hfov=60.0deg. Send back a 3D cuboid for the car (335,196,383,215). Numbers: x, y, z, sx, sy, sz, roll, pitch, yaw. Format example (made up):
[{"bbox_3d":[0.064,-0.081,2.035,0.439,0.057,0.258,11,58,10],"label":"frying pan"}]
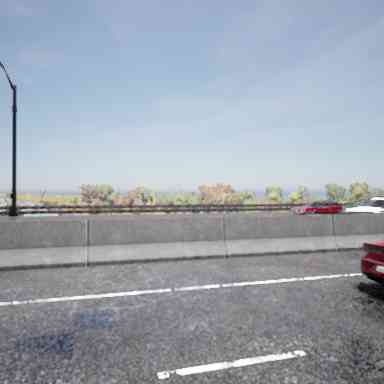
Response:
[{"bbox_3d":[12.201,1.330,20.812,5.566,2.045,2.150,0,0,-17],"label":"car"}]

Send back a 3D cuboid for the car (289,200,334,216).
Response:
[{"bbox_3d":[10.320,1.482,27.554,4.553,1.767,2.097,0,0,-17],"label":"car"}]

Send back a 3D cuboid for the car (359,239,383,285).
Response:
[{"bbox_3d":[6.453,1.523,7.894,5.008,1.535,1.882,0,0,-17],"label":"car"}]
